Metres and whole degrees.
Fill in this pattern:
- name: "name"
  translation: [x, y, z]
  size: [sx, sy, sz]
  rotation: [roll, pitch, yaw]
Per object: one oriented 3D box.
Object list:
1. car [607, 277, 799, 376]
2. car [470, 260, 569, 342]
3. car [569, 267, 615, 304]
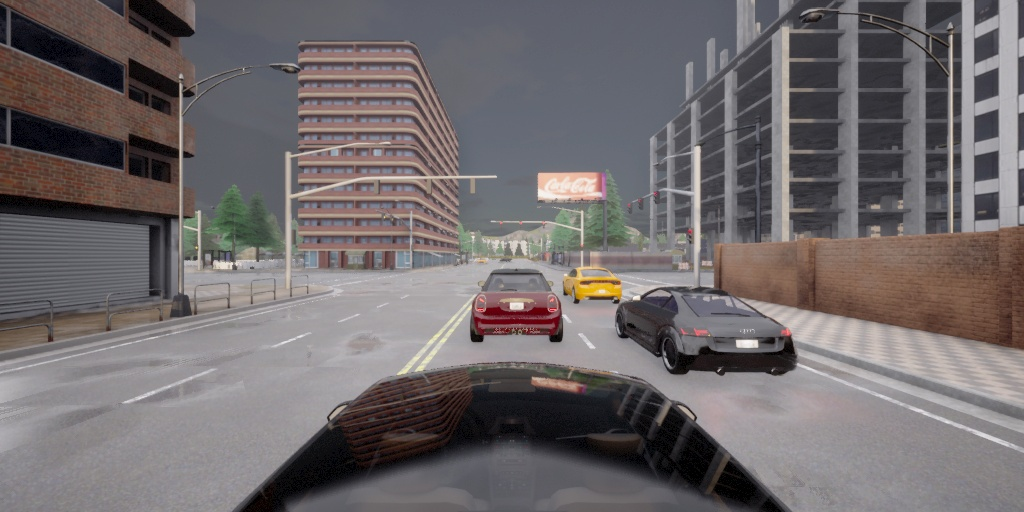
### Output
- name: "car"
  translation: [3.601, 1.314, 7.498]
  size: [1.994, 1.385, 4.181]
  rotation: [0, 0, 0]
- name: "car"
  translation: [0.104, 1.102, 9.904]
  size: [2.097, 1.767, 4.553]
  rotation: [0, 0, 0]
- name: "car"
  translation: [3.505, 1.228, 16.431]
  size: [1.882, 1.535, 5.008]
  rotation: [0, 0, 0]
